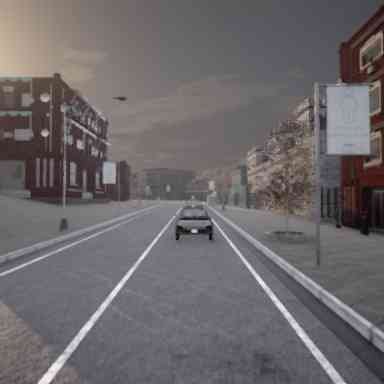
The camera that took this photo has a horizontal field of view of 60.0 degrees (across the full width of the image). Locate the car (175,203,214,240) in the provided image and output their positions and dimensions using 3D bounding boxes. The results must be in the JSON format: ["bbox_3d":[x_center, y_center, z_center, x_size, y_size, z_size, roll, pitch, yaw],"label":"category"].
[{"bbox_3d":[0.109,1.573,17.555,2.128,1.511,4.902,0,0,0],"label":"car"}]

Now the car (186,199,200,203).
[{"bbox_3d":[0.118,1.537,35.905,2.097,1.767,4.553,0,0,0],"label":"car"}]
